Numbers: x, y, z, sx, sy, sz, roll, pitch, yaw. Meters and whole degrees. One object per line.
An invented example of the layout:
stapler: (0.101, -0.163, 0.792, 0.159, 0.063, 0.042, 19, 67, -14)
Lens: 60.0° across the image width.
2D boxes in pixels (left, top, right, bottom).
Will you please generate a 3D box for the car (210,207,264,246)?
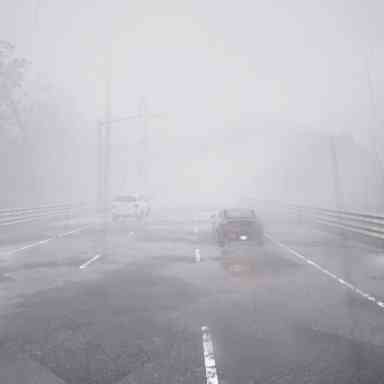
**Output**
car: (1.968, 1.463, 15.016, 1.837, 1.490, 4.892, -1, 0, 0)

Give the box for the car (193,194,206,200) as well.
car: (1.979, 1.474, 85.916, 1.895, 1.301, 4.718, 0, 0, 6)

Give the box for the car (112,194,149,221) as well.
car: (-4.901, 1.211, 27.068, 2.150, 2.045, 5.566, 0, 0, 1)

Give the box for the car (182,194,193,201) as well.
car: (-1.549, 1.445, 85.777, 2.033, 1.411, 5.357, 0, 0, 6)

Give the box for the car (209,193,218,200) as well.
car: (5.531, 1.207, 86.346, 2.097, 1.767, 4.553, 0, 0, 6)
